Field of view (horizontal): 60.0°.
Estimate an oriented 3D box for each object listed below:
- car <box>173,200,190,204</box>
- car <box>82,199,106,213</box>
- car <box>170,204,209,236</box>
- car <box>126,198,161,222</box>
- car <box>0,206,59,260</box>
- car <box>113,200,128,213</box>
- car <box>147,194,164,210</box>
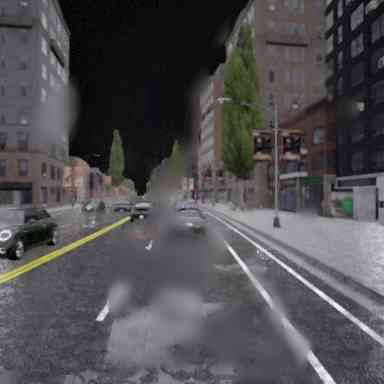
[{"bbox_3d":[-1.163,1.612,38.269,2.033,1.411,5.357,0,0,-4],"label":"car"},{"bbox_3d":[-10.978,1.547,37.412,2.128,1.511,4.902,0,0,-3],"label":"car"},{"bbox_3d":[-0.170,1.586,18.416,1.994,1.385,4.181,0,0,-2],"label":"car"},{"bbox_3d":[-3.764,1.542,26.578,1.837,1.490,4.892,0,0,-2],"label":"car"},{"bbox_3d":[-6.712,1.361,12.334,2.097,1.767,4.553,0,0,-1],"label":"car"},{"bbox_3d":[-7.787,1.607,38.524,2.033,1.411,5.357,0,0,-4],"label":"car"},{"bbox_3d":[-4.863,1.300,43.896,2.150,2.045,5.566,0,0,-4],"label":"car"}]
